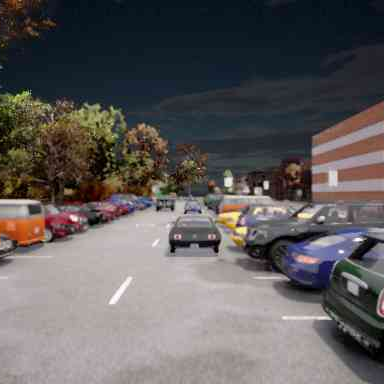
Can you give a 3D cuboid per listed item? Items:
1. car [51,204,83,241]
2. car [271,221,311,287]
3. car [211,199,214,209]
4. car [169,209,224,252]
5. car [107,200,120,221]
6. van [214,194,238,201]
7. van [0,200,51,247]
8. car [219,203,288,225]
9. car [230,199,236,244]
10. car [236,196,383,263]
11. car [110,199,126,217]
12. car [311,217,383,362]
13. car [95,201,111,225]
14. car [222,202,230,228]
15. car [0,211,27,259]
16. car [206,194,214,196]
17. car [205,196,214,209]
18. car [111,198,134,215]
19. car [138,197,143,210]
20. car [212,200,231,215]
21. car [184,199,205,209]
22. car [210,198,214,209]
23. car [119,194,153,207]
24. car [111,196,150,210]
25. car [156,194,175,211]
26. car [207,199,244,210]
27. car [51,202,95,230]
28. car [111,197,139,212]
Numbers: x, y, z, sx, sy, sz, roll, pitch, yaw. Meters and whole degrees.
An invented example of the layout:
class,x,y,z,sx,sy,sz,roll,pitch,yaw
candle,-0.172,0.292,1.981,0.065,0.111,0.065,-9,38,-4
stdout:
class,x,y,z,sx,sy,sz,roll,pitch,yaw
car,-8.161,1.514,15.788,5.008,1.535,2.097,0,0,0
car,4.411,1.536,7.503,4.674,1.452,2.002,0,0,0
car,4.440,1.575,30.109,4.792,1.488,2.163,0,0,0
car,0.098,1.631,14.031,1.895,1.301,4.718,0,0,0
car,-8.161,1.532,24.259,5.008,1.535,2.097,0,0,0
van,4.294,1.313,27.284,4.442,1.987,1.878,0,0,0
van,-8.271,1.282,13.092,4.442,1.987,1.878,0,0,0
car,4.414,1.573,24.458,4.674,1.452,2.002,0,0,0
car,4.381,1.389,15.981,4.553,1.767,2.185,0,0,0
car,4.385,1.251,10.329,5.566,2.045,2.435,0,0,0
car,-8.187,1.569,27.207,4.792,1.488,2.163,0,0,0
car,4.382,1.364,4.678,4.553,1.767,2.185,0,0,0
car,-8.151,1.526,21.435,5.008,1.535,2.097,0,0,0
car,4.598,1.518,18.806,5.366,1.575,1.946,0,0,0
car,-8.162,1.503,10.266,4.892,1.521,2.231,0,0,0
car,4.437,1.321,47.064,5.566,2.045,2.435,0,0,0
car,4.414,1.568,41.411,5.008,1.535,2.097,0,0,0
car,-8.153,1.545,30.031,5.008,1.535,2.097,0,0,0
car,-8.155,1.559,35.679,4.892,1.521,2.231,0,0,0
car,4.226,1.524,21.632,5.366,1.575,1.946,0,0,0
car,0.096,1.627,36.757,2.033,1.411,5.357,0,0,0
car,4.407,1.592,32.935,4.674,1.452,2.002,0,0,0
car,-8.102,1.441,49.806,4.553,1.767,2.185,0,-1,0
car,-8.170,1.568,41.325,4.892,1.521,2.231,0,0,0
car,-3.261,1.306,42.009,2.150,2.045,5.566,0,0,0
car,4.411,1.610,44.239,4.674,1.452,2.002,0,0,0
car,-8.187,1.394,18.612,4.553,1.767,2.185,0,0,0
car,-8.153,1.551,32.855,5.008,1.535,2.097,0,0,0
